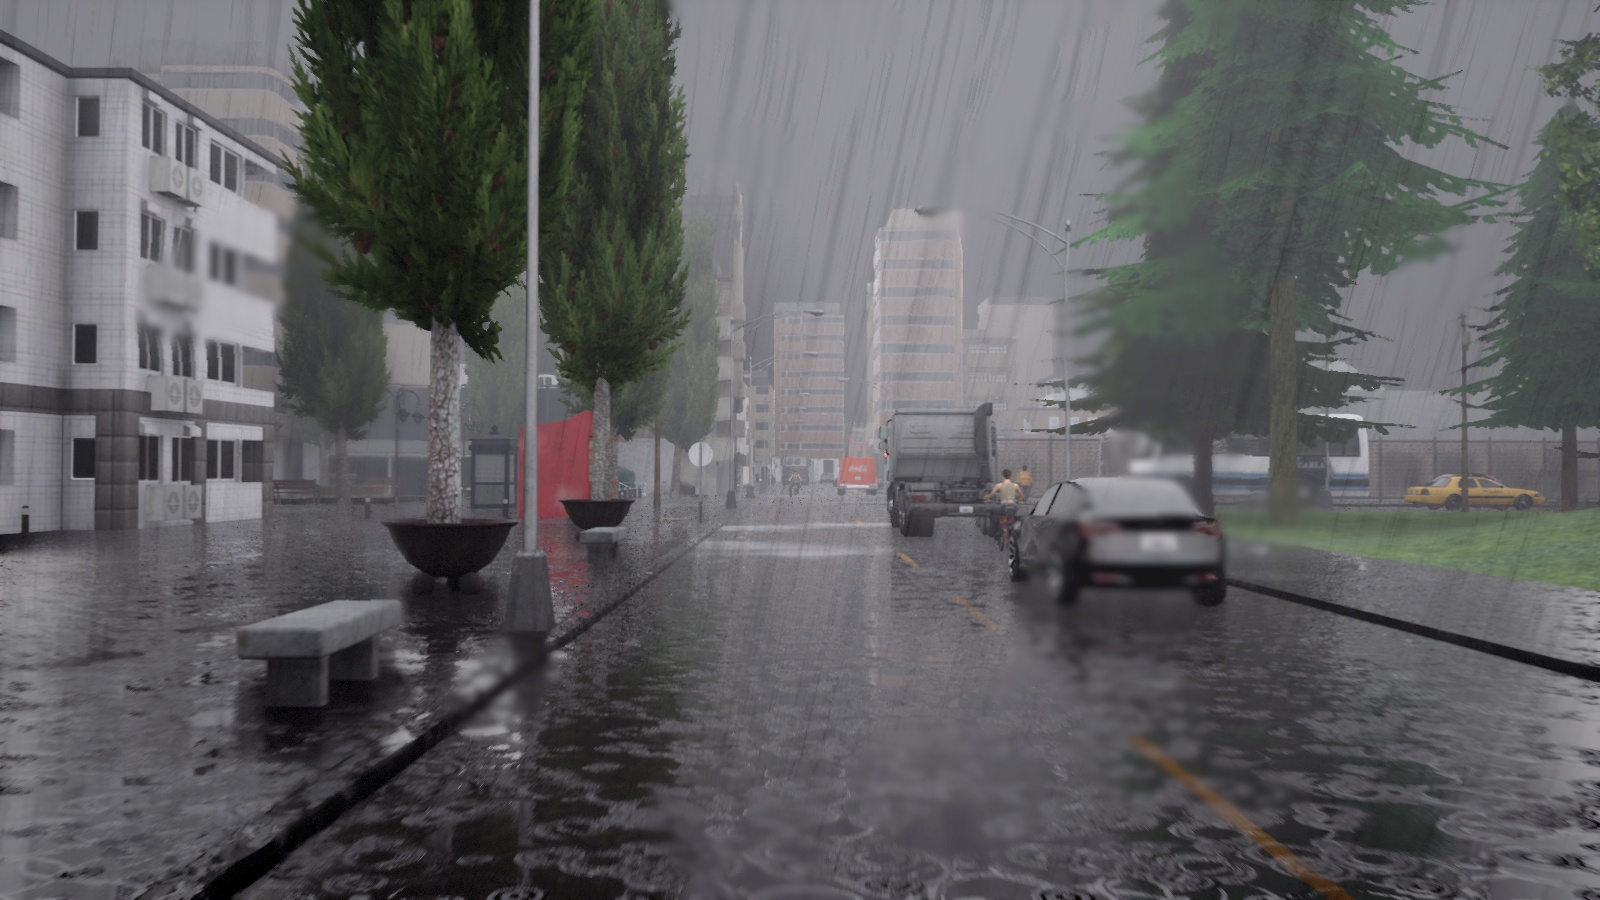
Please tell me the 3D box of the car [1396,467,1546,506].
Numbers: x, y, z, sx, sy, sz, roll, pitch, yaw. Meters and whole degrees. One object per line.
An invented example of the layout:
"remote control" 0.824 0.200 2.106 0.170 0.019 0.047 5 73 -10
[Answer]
"car" 28.360 1.530 53.139 5.366 1.575 1.801 0 -1 0

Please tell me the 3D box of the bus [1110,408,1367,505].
"bus" 19.775 0.316 57.148 10.273 4.253 3.944 0 -1 -1

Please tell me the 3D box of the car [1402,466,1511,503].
"car" 29.820 1.550 57.146 3.988 1.617 1.851 0 -1 0

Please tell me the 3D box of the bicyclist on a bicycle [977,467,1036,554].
"bicyclist on a bicycle" 3.944 1.139 24.087 0.866 1.612 1.509 0 -1 0

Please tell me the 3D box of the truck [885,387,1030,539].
"truck" 3.884 0.366 32.782 2.891 3.462 7.936 0 -1 1

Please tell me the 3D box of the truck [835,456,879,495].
"truck" 3.716 1.693 82.453 2.627 2.467 5.204 0 -1 0

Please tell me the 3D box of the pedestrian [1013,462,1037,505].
"pedestrian" 9.751 1.442 54.536 0.874 1.855 0.900 0 -1 0

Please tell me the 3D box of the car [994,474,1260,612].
"car" 3.963 1.070 16.184 2.163 1.488 4.792 0 -1 0
